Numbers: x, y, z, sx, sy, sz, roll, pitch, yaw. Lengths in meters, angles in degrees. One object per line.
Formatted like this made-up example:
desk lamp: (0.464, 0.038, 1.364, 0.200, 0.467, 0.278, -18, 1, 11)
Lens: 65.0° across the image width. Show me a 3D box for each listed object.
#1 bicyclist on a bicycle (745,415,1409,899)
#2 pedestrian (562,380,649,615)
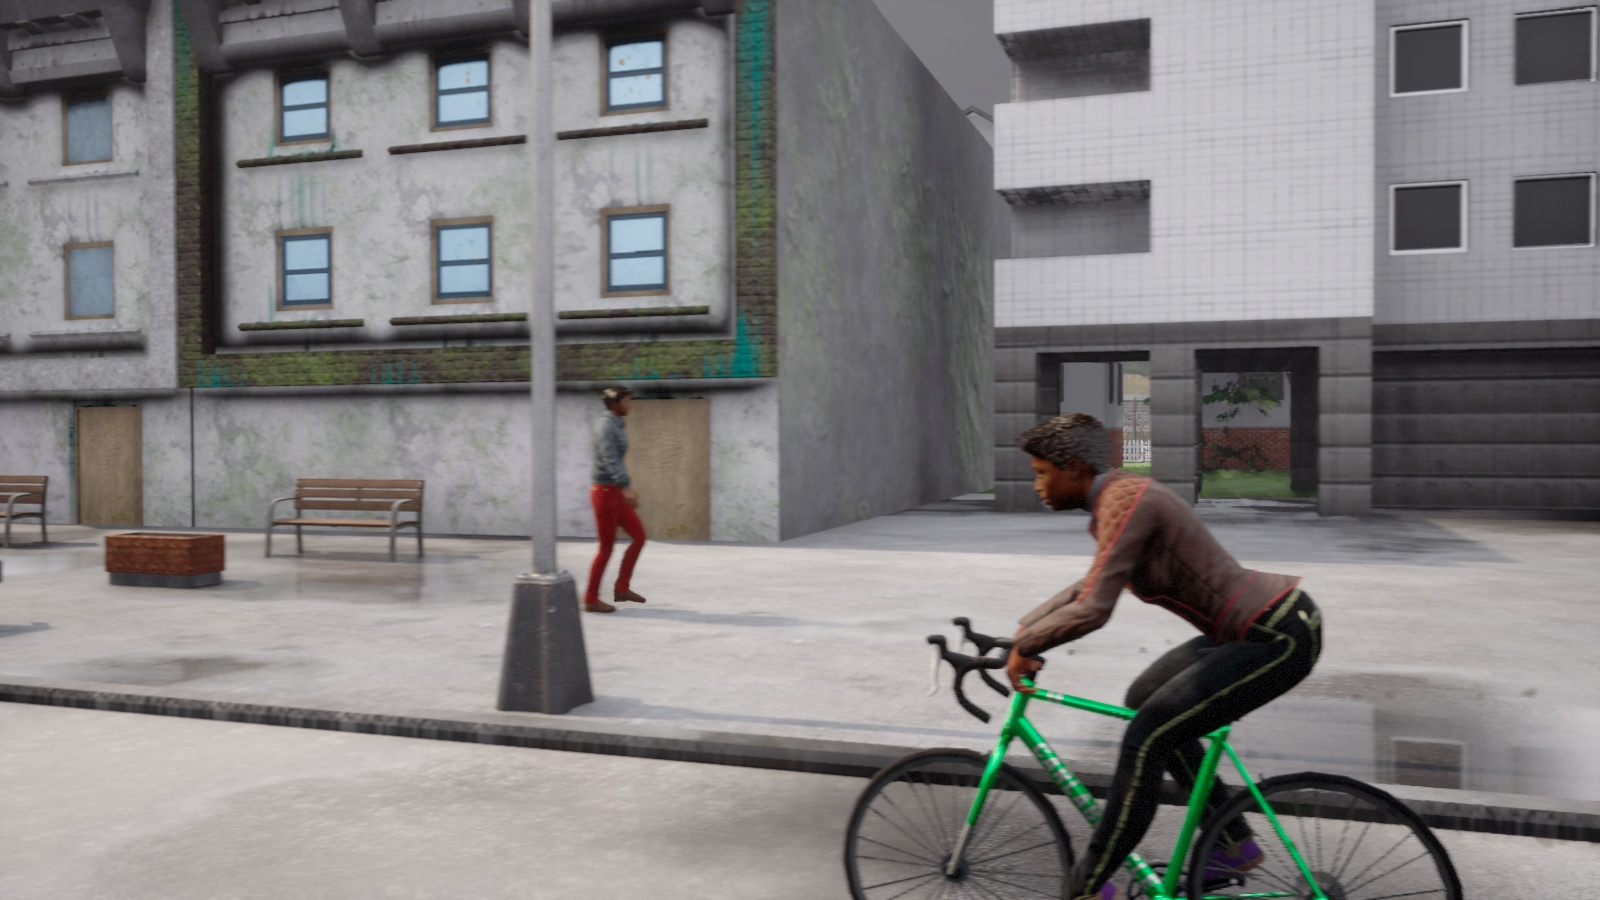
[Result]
bicyclist on a bicycle: (0.730, 0.727, 3.474, 1.656, 1.620, 0.582, 0, 1, 19)
pedestrian: (-1.556, 0.369, 10.066, 0.614, 1.847, 0.353, 0, 1, 5)
